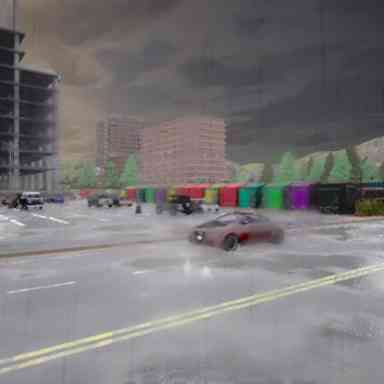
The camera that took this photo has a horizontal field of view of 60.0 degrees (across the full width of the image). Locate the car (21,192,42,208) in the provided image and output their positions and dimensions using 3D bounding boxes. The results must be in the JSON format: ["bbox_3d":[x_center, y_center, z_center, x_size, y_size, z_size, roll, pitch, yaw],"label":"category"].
[{"bbox_3d":[-25.496,1.107,52.292,1.932,1.855,4.605,0,0,-37],"label":"car"}]

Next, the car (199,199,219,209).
[{"bbox_3d":[0.793,1.380,31.248,1.970,1.475,3.806,0,0,-37],"label":"car"}]

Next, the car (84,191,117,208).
[{"bbox_3d":[-12.035,1.122,43.548,1.932,1.855,4.605,0,0,-37],"label":"car"}]

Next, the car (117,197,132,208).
[{"bbox_3d":[-9.676,1.333,45.230,1.784,1.438,3.905,0,0,-37],"label":"car"}]

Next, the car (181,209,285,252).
[{"bbox_3d":[1.933,1.557,13.883,4.181,1.385,1.994,0,0,-35],"label":"car"}]

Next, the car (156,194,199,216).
[{"bbox_3d":[-1.533,1.140,29.524,1.905,1.878,3.866,0,0,-37],"label":"car"}]

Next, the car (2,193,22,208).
[{"bbox_3d":[-27.615,1.316,50.646,1.784,1.438,3.905,0,0,-37],"label":"car"}]
